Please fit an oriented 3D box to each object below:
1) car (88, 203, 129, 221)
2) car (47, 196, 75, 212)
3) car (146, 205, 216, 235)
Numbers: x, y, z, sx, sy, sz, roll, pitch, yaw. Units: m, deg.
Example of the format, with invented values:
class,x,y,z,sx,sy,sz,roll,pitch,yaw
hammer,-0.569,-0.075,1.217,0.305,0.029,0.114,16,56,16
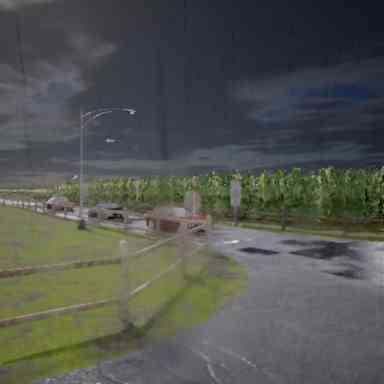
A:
class,x,y,z,sx,sy,sz,roll,pitch,yaw
car,-6.681,1.568,26.465,1.994,1.385,4.181,0,0,-37
car,-14.824,1.298,37.481,2.097,1.767,4.553,0,0,-36
car,-0.730,1.523,18.392,1.882,1.535,5.008,0,0,-35
